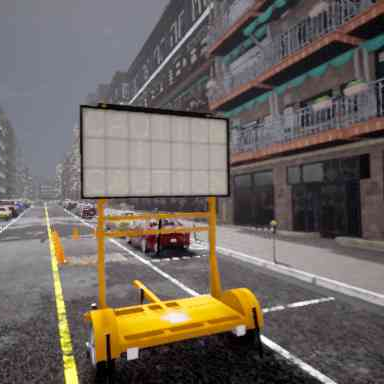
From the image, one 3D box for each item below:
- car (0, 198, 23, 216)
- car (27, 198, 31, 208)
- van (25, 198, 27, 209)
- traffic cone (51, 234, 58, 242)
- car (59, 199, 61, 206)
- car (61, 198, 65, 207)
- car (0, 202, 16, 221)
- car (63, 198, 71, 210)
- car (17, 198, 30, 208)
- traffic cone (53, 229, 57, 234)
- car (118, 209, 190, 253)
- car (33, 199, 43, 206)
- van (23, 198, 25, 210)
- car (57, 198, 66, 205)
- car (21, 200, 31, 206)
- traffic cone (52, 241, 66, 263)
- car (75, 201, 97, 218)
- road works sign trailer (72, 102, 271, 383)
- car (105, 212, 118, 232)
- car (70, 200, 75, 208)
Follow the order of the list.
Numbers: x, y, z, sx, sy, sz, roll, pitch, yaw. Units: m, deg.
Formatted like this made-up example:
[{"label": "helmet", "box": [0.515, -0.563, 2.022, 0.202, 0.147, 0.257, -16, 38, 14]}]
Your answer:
[{"label": "car", "box": [-20.054, 1.775, 36.078, 2.192, 1.841, 5.009, 1, -1, -24]}, {"label": "car", "box": [-31.321, 2.108, 61.327, 2.192, 1.841, 5.009, 1, -1, -24]}, {"label": "van", "box": [-26.815, 1.995, 51.227, 1.690, 1.788, 3.998, 1, -1, -24]}, {"label": "traffic cone", "box": [-5.259, 2.083, 13.050, 0.340, 0.580, 0.340, -1, 0, -24]}, {"label": "car", "box": [-24.095, 2.151, 64.485, 1.967, 1.590, 4.097, 1, -1, -24]}, {"label": "car", "box": [-21.848, 2.185, 59.429, 1.887, 1.381, 4.507, 1, -1, -24]}, {"label": "car", "box": [-17.733, 1.922, 30.868, 1.752, 1.417, 4.829, 1, -1, -24]}, {"label": "car", "box": [-19.595, 2.117, 54.379, 1.887, 1.381, 4.507, 1, -1, -24]}, {"label": "car", "box": [-33.574, 2.179, 66.377, 2.192, 1.841, 5.009, 1, -1, -24]}, {"label": "traffic cone", "box": [-6.074, 2.103, 14.876, 0.340, 0.580, 0.340, -1, 0, -24]}, {"label": "car", "box": [-1.567, 1.627, 13.975, 1.887, 1.381, 4.507, 1, -1, -24]}, {"label": "car", "box": [-35.640, 2.473, 77.248, 2.128, 1.511, 4.902, -1, -1, -24]}, {"label": "van", "box": [-24.560, 1.928, 46.176, 1.690, 1.788, 3.998, 1, -1, -24]}, {"label": "car", "box": [-33.148, 2.445, 84.671, 1.967, 1.590, 4.097, 1, -1, -24]}, {"label": "car", "box": [-38.083, 2.576, 76.474, 1.947, 1.339, 4.313, 1, -1, -24]}, {"label": "traffic cone", "box": [-4.444, 2.063, 11.223, 0.340, 0.580, 0.340, -1, 0, -24]}, {"label": "car", "box": [-10.581, 1.861, 34.176, 1.887, 1.381, 4.507, 1, -1, -24]}, {"label": "road works sign trailer", "box": [-0.557, 0.492, 5.317, 2.380, 3.560, 2.880, -1, 0, -24]}, {"label": "car", "box": [-3.891, 1.665, 19.182, 1.752, 1.417, 4.829, 1, -1, -24]}, {"label": "car", "box": [-12.835, 1.928, 39.228, 2.008, 1.369, 4.403, 1, -1, -24]}]
